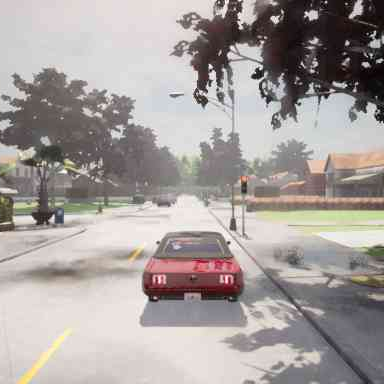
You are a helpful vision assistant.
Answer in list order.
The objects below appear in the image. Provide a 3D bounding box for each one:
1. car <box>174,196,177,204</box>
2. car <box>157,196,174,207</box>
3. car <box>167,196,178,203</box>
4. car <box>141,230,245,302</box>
[{"bbox_3d":[-4.175,1.564,60.817,1.994,1.385,4.181,0,0,0],"label":"car"},{"bbox_3d":[-4.187,1.601,50.826,1.895,1.301,4.718,0,0,0],"label":"car"},{"bbox_3d":[-4.127,1.540,71.179,2.033,1.411,5.357,0,0,0],"label":"car"},{"bbox_3d":[0.037,1.601,8.202,1.895,1.301,4.718,0,0,0],"label":"car"}]
